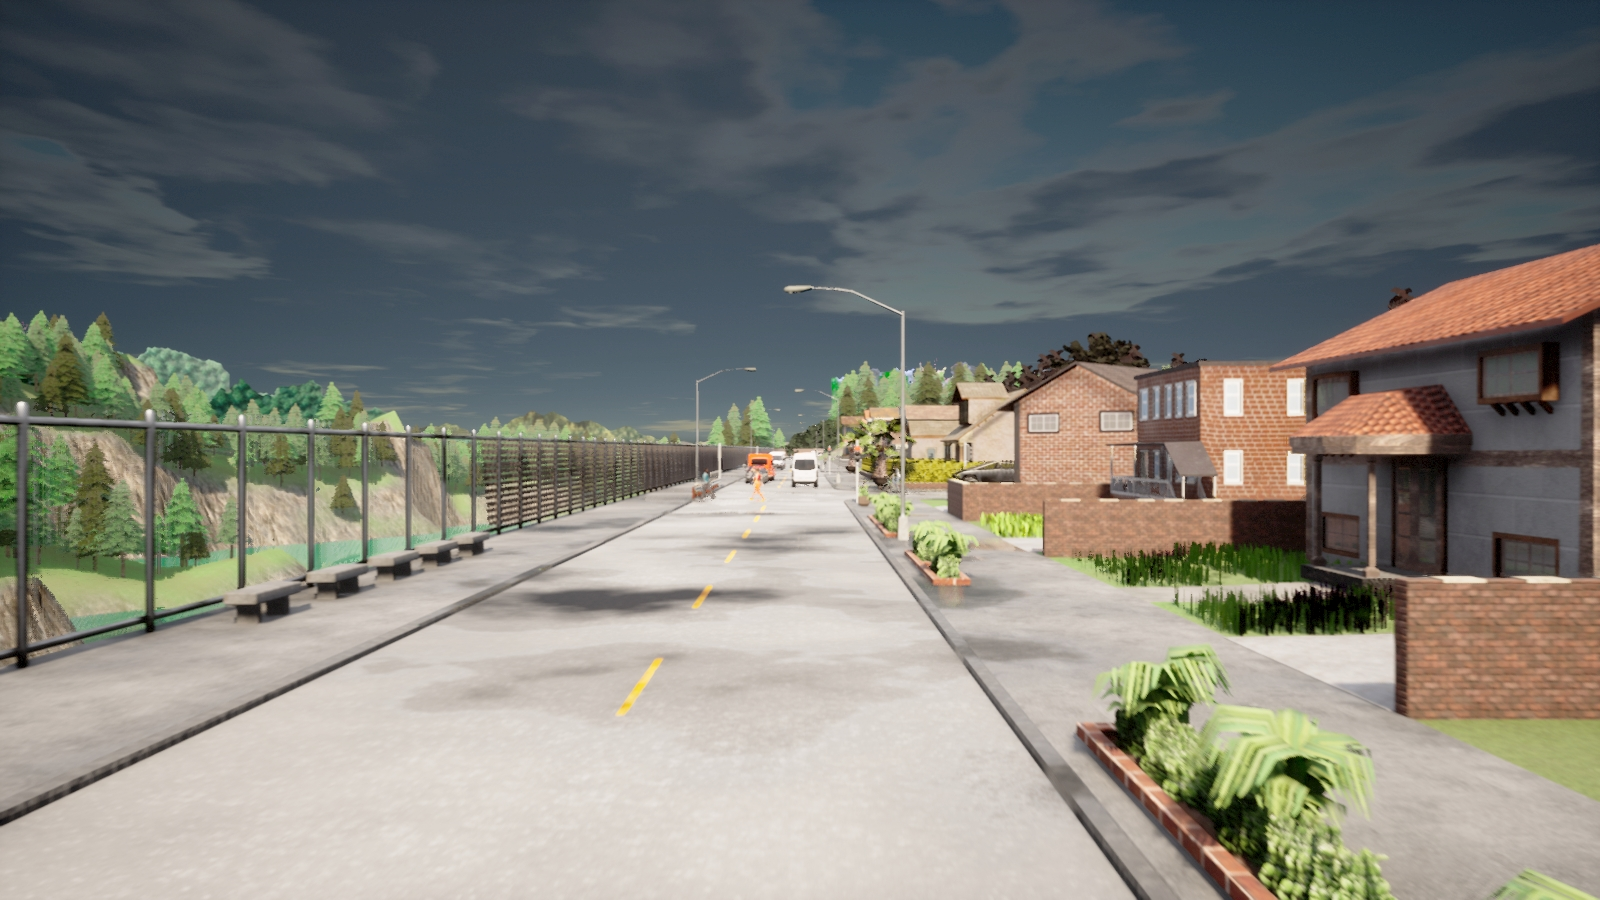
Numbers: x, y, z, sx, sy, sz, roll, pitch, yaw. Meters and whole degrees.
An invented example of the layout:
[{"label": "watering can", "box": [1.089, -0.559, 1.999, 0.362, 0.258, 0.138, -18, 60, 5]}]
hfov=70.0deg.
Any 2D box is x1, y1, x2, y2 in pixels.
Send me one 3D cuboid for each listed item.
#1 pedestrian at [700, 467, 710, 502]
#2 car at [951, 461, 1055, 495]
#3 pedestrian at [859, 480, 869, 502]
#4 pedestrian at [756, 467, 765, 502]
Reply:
[{"label": "pedestrian", "box": [-5.148, 1.848, 61.824, 0.375, 1.860, 0.375, 0, 0, 26]}, {"label": "car", "box": [12.917, 1.754, 73.094, 6.274, 2.098, 2.390, 0, 0, 1]}, {"label": "pedestrian", "box": [3.300, 2.125, 59.090, 0.500, 1.100, 0.500, 0, 0, 0]}, {"label": "pedestrian", "box": [-2.131, 1.848, 61.129, 0.375, 1.860, 0.375, 0, 0, 23]}]
